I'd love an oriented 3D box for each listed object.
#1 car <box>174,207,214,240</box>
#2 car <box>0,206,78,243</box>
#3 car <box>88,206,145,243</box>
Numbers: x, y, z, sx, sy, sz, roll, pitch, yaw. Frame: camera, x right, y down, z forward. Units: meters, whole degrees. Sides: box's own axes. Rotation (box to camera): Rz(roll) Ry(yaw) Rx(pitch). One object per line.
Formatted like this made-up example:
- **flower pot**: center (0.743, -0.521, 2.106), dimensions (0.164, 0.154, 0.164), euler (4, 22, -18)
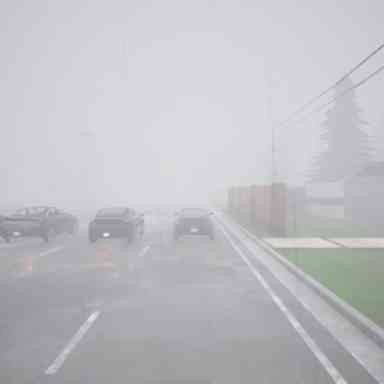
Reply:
- **car**: center (0.073, 1.451, 16.542), dimensions (1.812, 1.442, 4.674), euler (0, 0, 0)
- **car**: center (-6.918, 1.421, 15.575), dimensions (2.128, 1.511, 4.902), euler (0, 0, 0)
- **car**: center (-3.418, 1.434, 15.669), dimensions (1.837, 1.490, 4.892), euler (0, 0, 0)
